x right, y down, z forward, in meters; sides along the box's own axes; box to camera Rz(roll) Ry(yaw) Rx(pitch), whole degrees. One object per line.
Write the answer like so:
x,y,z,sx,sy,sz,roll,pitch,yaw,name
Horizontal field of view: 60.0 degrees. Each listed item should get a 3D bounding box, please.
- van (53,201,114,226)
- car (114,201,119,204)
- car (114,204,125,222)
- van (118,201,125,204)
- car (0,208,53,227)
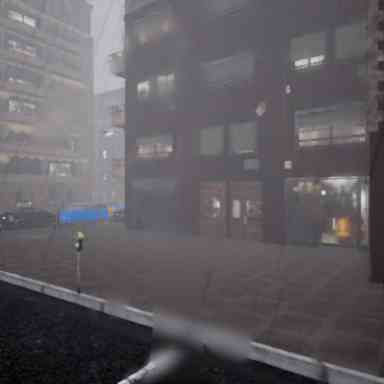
-8.484,1.720,26.414,1.690,1.788,3.998,-1,-2,35,van
-10.293,1.952,34.072,1.882,1.535,5.008,0,-1,35,car
-5.415,2.051,31.024,1.947,1.339,4.313,-1,-2,35,car
-9.047,1.926,40.335,1.690,1.788,3.998,-1,-2,35,van
-12.326,1.885,25.606,1.994,1.385,4.181,0,-1,35,car
